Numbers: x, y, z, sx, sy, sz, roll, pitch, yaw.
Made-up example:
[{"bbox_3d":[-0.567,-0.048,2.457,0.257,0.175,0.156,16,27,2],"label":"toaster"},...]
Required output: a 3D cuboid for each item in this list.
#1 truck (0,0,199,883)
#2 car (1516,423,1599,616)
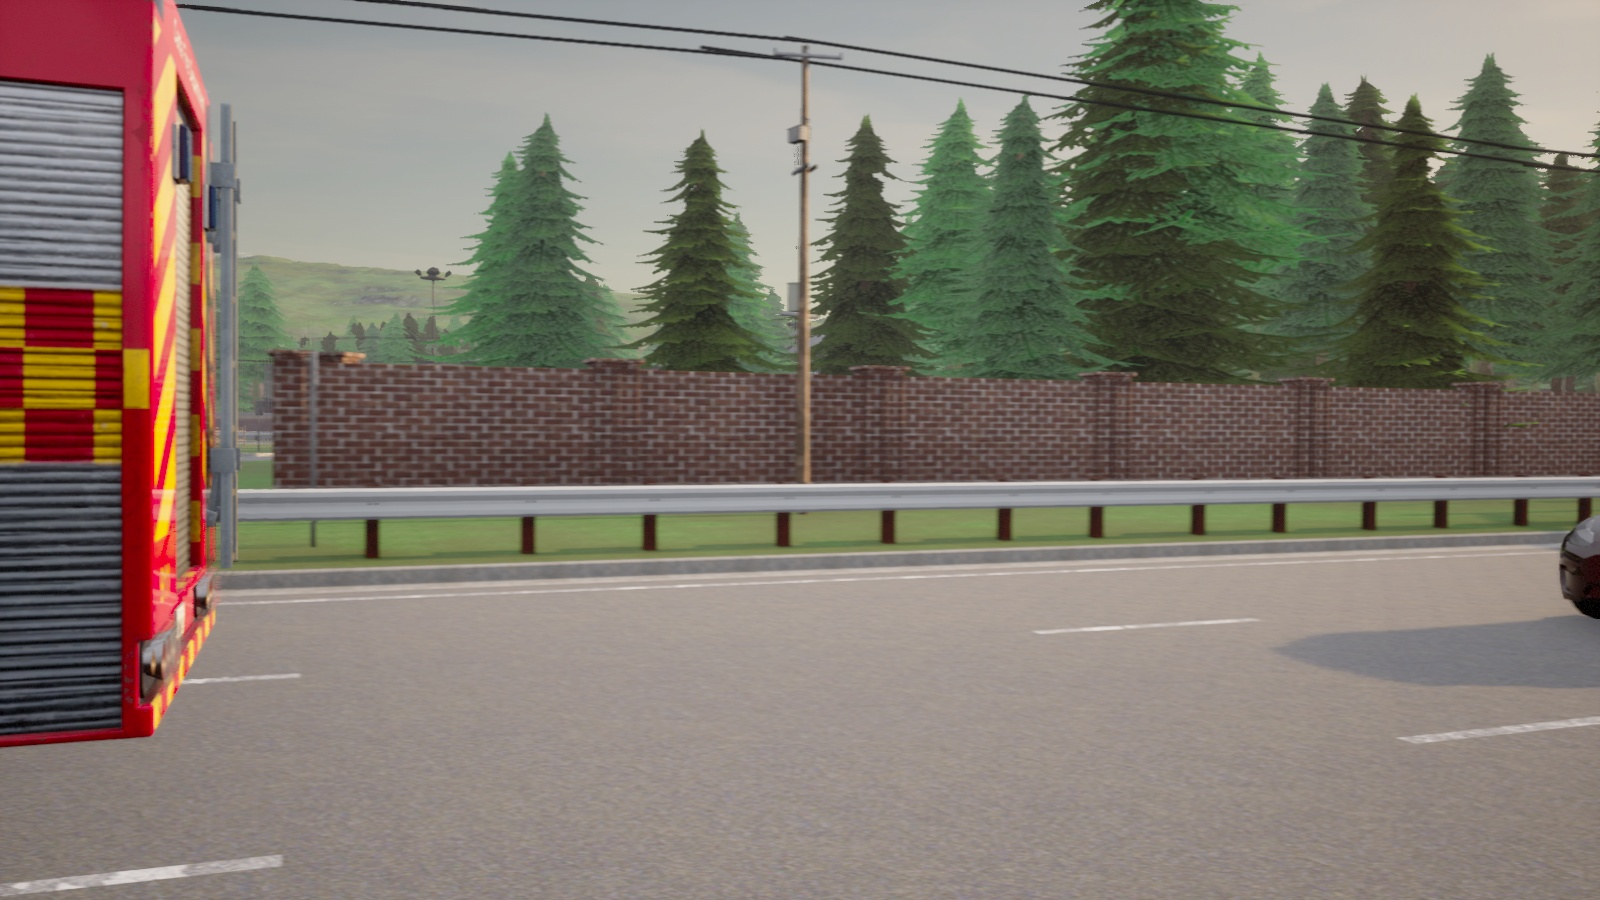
[{"bbox_3d":[-6.931,-0.347,4.338,8.468,3.827,2.891,-1,1,-21],"label":"truck"},{"bbox_3d":[8.551,0.496,10.228,4.792,1.488,2.163,-1,1,-21],"label":"car"}]
